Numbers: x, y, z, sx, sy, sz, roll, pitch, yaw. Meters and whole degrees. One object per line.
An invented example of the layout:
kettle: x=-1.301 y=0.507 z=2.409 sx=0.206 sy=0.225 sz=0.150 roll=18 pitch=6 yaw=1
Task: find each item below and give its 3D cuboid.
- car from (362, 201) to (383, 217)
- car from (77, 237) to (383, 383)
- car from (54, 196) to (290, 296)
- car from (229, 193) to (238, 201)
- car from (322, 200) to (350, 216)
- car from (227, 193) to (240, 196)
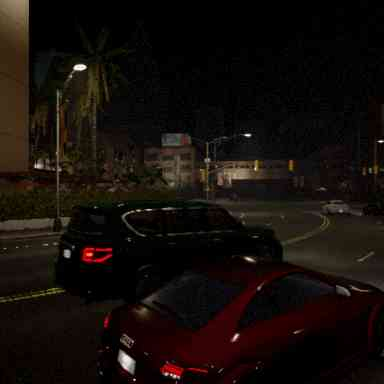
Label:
car: x=17.107 y=1.548 z=30.537 sx=1.994 sy=1.385 sz=4.181 roll=0 pitch=0 yaw=12
car: x=0.952 y=1.561 z=4.371 sx=4.181 sy=1.385 sz=1.994 roll=0 pitch=0 yaw=-38
car: x=-0.223 y=1.215 z=7.770 sx=5.566 sy=2.045 sz=2.150 roll=0 pitch=0 yaw=-40
car: x=10.797 y=1.289 z=87.333 sx=2.185 sy=1.767 sz=4.553 roll=0 pitch=0 yaw=7
car: x=14.000 y=1.507 z=32.511 sx=1.812 sy=1.442 sz=4.674 roll=0 pitch=0 yaw=11
car: x=10.165 y=1.419 z=80.938 sx=2.097 sy=1.535 sz=5.008 roll=0 pitch=0 yaw=7
